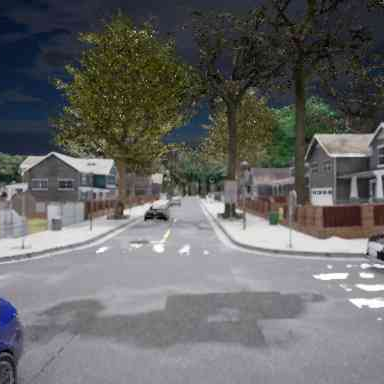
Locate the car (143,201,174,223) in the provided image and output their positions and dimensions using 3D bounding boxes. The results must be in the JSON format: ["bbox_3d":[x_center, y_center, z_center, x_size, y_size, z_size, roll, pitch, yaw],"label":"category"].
[{"bbox_3d":[-2.753,1.703,27.001,1.895,1.301,4.718,0,0,0],"label":"car"}]

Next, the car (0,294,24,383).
[{"bbox_3d":[-2.759,1.542,1.919,1.812,1.442,4.674,0,-1,0],"label":"car"}]

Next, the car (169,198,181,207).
[{"bbox_3d":[-2.755,1.636,52.537,1.994,1.385,4.181,0,0,0],"label":"car"}]

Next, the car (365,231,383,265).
[{"bbox_3d":[7.382,1.320,9.084,4.902,1.511,2.128,-2,0,0],"label":"car"}]
